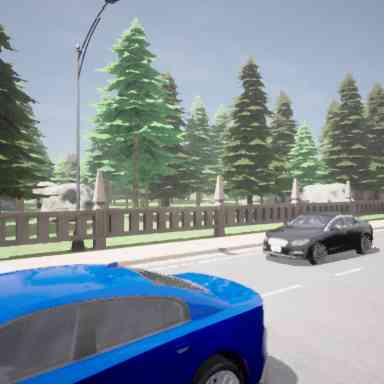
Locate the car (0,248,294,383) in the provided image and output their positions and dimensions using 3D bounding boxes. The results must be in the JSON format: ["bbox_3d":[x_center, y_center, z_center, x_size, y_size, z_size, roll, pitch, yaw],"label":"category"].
[{"bbox_3d":[-1.462,1.478,2.877,5.008,1.535,1.882,0,0,-38],"label":"car"}]

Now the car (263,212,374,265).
[{"bbox_3d":[4.571,1.492,11.785,4.902,1.511,2.128,0,0,-37],"label":"car"}]

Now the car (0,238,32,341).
[{"bbox_3d":[-5.010,1.601,4.640,4.718,1.301,1.895,0,0,-37],"label":"car"}]
